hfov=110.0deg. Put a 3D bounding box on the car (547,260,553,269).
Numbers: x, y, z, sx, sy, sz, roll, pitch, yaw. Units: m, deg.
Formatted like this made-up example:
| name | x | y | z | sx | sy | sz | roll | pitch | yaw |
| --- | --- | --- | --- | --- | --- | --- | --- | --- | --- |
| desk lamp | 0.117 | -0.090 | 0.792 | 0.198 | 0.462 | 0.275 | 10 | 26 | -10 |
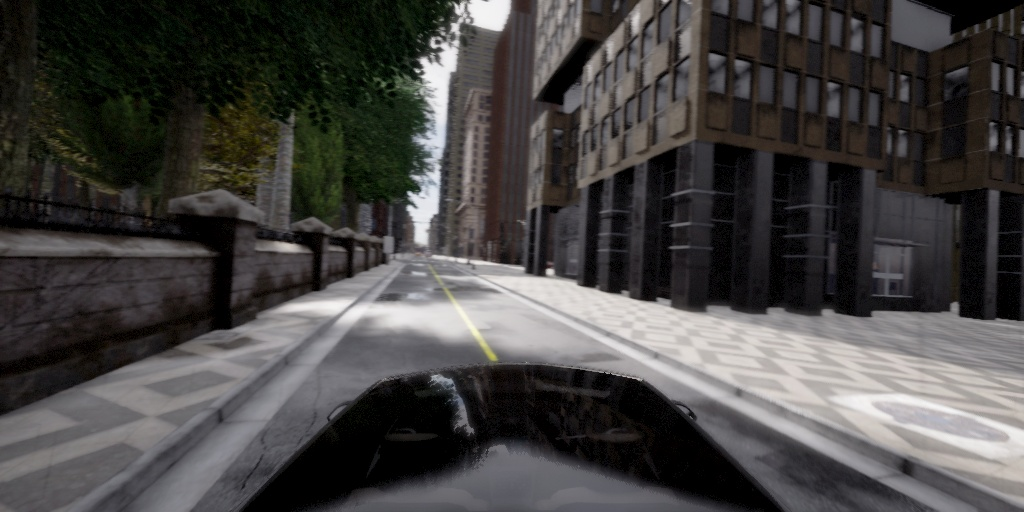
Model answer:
| name | x | y | z | sx | sy | sz | roll | pitch | yaw |
| --- | --- | --- | --- | --- | --- | --- | --- | --- | --- |
| car | 5.265 | 1.408 | 60.040 | 4.097 | 1.591 | 1.967 | 0 | 0 | -15 |
